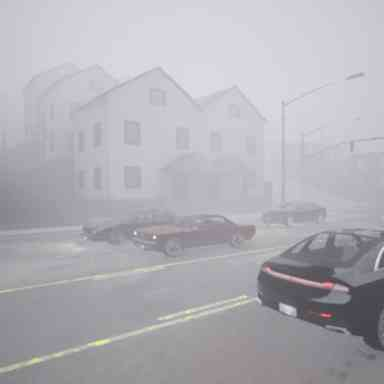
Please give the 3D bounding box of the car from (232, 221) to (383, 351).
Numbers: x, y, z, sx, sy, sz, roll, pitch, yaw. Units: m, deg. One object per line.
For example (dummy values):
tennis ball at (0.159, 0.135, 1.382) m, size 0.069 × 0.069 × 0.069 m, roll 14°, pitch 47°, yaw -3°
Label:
car at (3.330, 1.434, 6.121) m, size 4.902 × 1.511 × 2.128 m, roll -1°, pitch 0°, yaw -35°

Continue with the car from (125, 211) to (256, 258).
car at (0.134, 1.533, 12.621) m, size 4.718 × 1.301 × 1.895 m, roll -1°, pitch 0°, yaw -35°

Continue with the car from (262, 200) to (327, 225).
car at (6.660, 1.312, 21.514) m, size 5.008 × 1.535 × 1.882 m, roll -1°, pitch 0°, yaw -35°

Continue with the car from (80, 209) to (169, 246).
car at (-2.213, 1.484, 15.241) m, size 5.357 × 1.411 × 2.033 m, roll -1°, pitch 0°, yaw -35°
